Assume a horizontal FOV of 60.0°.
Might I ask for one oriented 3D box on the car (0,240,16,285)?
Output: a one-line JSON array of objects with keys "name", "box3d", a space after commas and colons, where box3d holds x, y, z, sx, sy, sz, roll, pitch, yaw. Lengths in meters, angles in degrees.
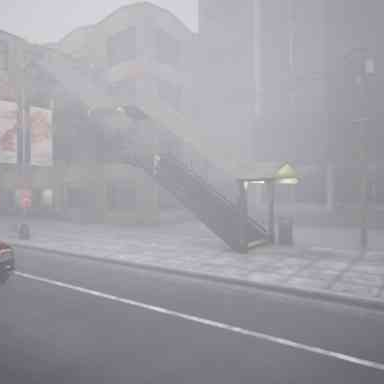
[{"name": "car", "box3d": [-6.428, 1.588, 8.528, 4.902, 1.511, 2.128, -1, 0, 36]}]
